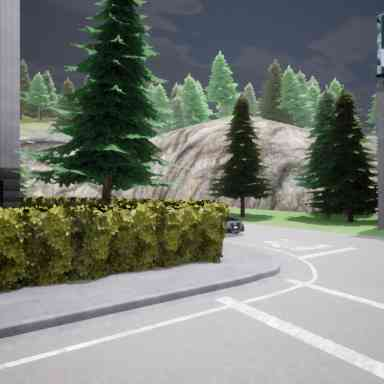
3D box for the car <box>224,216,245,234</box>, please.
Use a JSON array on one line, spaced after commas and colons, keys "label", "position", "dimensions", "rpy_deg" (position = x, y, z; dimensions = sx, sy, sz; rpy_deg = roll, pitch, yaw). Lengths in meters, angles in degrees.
[{"label": "car", "position": [1.029, 1.740, 19.527], "dimensions": [1.994, 1.385, 4.181], "rpy_deg": [0, 0, -43]}]
